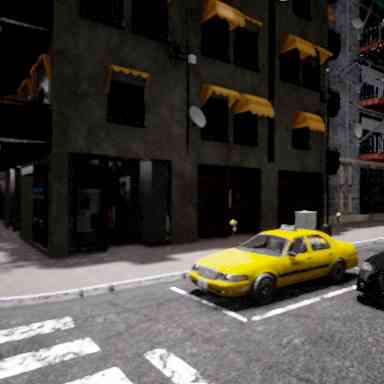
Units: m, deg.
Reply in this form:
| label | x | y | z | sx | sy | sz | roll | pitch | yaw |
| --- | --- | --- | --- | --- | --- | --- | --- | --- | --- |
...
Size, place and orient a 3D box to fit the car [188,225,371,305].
| label | x | y | z | sx | sy | sz | roll | pitch | yaw |
| --- | --- | --- | --- | --- | --- | --- | --- | --- | --- |
| car | 2.180 | 1.521 | 8.108 | 4.829 | 1.417 | 1.752 | 0 | 1 | -36 |

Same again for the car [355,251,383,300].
| label | x | y | z | sx | sy | sz | roll | pitch | yaw |
| --- | --- | --- | --- | --- | --- | --- | --- | --- | --- |
| car | 5.431 | 1.558 | 7.244 | 4.181 | 1.385 | 1.994 | 0 | 0 | -36 |
